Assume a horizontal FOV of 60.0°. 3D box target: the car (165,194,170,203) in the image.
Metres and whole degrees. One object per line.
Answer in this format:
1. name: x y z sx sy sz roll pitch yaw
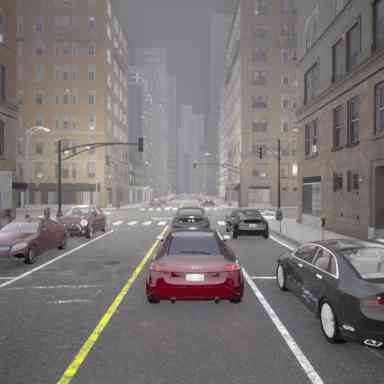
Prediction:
1. car: -5.950 1.610 65.095 2.008 1.369 4.403 0 0 0

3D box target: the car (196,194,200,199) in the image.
1. car: 2.537 1.528 75.946 1.967 1.590 4.097 0 0 0

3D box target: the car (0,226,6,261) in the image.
1. car: -5.698 1.566 6.173 1.947 1.339 4.313 0 0 0

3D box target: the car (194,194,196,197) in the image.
1. car: 2.481 1.461 92.173 2.192 1.841 5.009 0 0 0

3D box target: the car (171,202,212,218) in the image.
1. car: -0.050 1.506 17.128 1.837 1.490 4.892 0 0 0

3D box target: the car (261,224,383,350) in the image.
1. car: 2.827 1.551 6.218 2.008 1.369 4.403 0 0 0

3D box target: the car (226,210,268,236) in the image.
1. car: 2.770 1.567 17.220 1.947 1.339 4.313 0 0 0

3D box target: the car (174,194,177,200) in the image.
1. car: -6.044 1.461 92.139 2.192 1.841 5.009 0 0 0

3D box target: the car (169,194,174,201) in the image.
1. car: -6.005 1.630 81.151 1.752 1.417 4.829 0 0 0

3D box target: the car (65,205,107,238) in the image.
1. car: -5.756 1.442 17.176 1.967 1.590 4.097 0 0 0

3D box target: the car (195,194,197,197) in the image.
1. car: 2.500 1.565 86.763 1.967 1.590 4.097 0 0 0

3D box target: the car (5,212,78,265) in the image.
1. car: -5.727 1.583 11.675 1.802 1.307 4.206 0 0 0

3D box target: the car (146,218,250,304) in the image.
1. car: 0.040 1.564 8.215 1.994 1.385 4.181 0 0 -1

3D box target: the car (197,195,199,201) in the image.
1. car: 2.575 1.610 65.128 2.008 1.369 4.403 0 0 0

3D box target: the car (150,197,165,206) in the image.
1. car: -5.914 1.621 54.279 1.802 1.307 4.206 0 0 0

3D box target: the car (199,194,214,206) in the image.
1. car: 2.611 1.479 54.310 1.967 1.590 4.097 0 0 0
